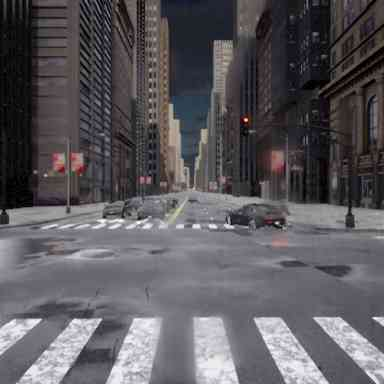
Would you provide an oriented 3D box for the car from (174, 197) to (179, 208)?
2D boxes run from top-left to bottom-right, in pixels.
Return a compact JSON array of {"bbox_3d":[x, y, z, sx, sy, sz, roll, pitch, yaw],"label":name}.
[{"bbox_3d":[-3.332,1.525,46.545,1.994,1.385,4.181,0,0,0],"label":"car"}]

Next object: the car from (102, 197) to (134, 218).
[{"bbox_3d":[-6.596,1.484,29.639,1.837,1.490,4.892,0,0,0],"label":"car"}]

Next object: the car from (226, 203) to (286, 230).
[{"bbox_3d":[3.838,1.488,20.746,1.837,1.490,4.892,-3,1,-22],"label":"car"}]

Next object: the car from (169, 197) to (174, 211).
[{"bbox_3d":[-3.346,1.498,36.521,1.812,1.442,4.674,0,0,0],"label":"car"}]

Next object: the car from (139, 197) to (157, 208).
[{"bbox_3d":[-6.581,1.503,50.090,2.033,1.411,5.357,0,0,0],"label":"car"}]

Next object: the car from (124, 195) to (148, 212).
[{"bbox_3d":[-6.591,1.321,39.793,2.097,1.767,4.553,0,0,0],"label":"car"}]

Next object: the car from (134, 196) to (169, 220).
[{"bbox_3d":[-3.286,1.333,27.737,2.097,1.767,4.553,0,0,-2],"label":"car"}]

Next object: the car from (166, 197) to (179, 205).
[{"bbox_3d":[-3.305,1.545,56.605,1.895,1.301,4.718,0,0,0],"label":"car"}]

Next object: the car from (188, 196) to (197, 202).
[{"bbox_3d":[0.110,1.459,69.876,2.033,1.411,5.357,0,0,0],"label":"car"}]
